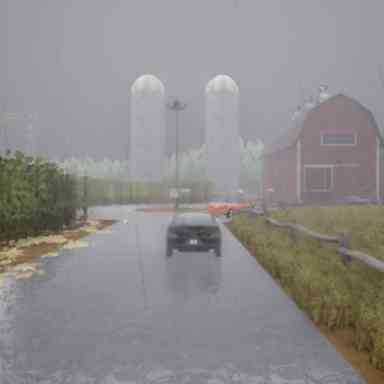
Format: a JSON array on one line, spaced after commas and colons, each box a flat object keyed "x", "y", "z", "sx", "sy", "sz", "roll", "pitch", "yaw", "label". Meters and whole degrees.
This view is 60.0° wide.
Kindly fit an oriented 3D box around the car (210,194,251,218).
[{"x": 3.206, "y": 1.160, "z": 27.559, "sx": 2.097, "sy": 1.767, "sz": 4.553, "roll": 1, "pitch": 1, "yaw": 36, "label": "car"}]

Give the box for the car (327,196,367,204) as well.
[{"x": 18.638, "y": 1.211, "z": 40.257, "sx": 4.674, "sy": 1.442, "sz": 1.812, "roll": 0, "pitch": 1, "yaw": -4, "label": "car"}]

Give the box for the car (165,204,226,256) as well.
[{"x": 0.067, "y": 1.415, "z": 12.883, "sx": 1.882, "sy": 1.535, "sz": 5.008, "roll": 0, "pitch": 0, "yaw": 0, "label": "car"}]
